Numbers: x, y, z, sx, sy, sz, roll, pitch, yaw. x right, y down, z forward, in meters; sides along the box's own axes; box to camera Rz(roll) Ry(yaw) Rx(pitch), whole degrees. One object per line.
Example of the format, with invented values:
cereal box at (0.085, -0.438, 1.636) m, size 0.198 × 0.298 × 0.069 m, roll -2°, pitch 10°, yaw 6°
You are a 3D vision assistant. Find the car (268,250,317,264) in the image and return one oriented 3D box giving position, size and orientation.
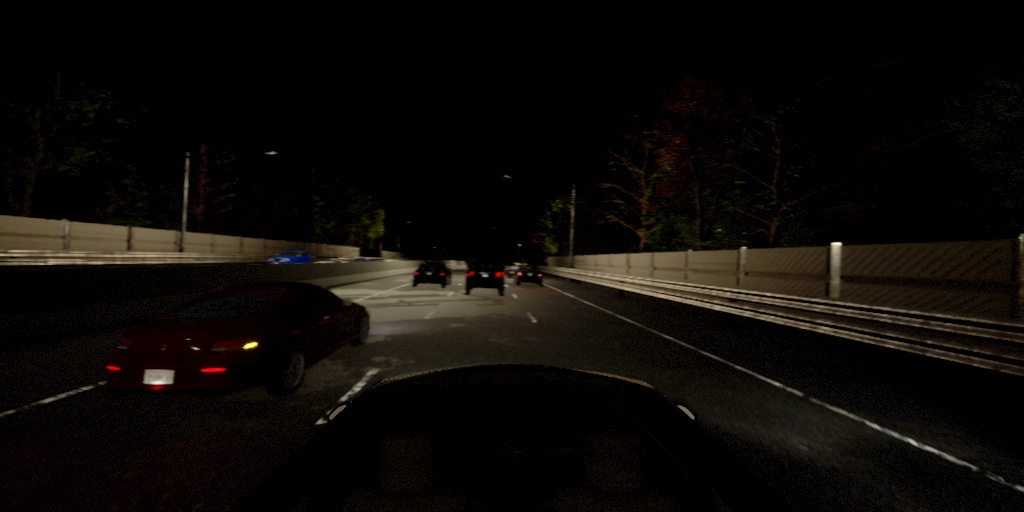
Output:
car at (-24.133, 0.387, 39.281) m, size 2.150 × 2.045 × 5.566 m, roll 2°, pitch -1°, yaw -4°

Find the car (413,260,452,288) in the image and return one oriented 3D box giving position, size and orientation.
car at (-5.318, 1.142, 24.471) m, size 2.097 × 1.767 × 4.553 m, roll 2°, pitch -1°, yaw -4°

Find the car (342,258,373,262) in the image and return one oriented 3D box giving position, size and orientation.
car at (-17.272, 0.961, 41.178) m, size 1.882 × 1.535 × 5.008 m, roll 2°, pitch -1°, yaw -4°

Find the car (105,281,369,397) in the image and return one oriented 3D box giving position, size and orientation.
car at (-3.972, 1.158, 6.167) m, size 1.812 × 1.442 × 4.674 m, roll 2°, pitch -1°, yaw -4°

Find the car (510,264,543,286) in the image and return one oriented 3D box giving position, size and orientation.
car at (1.266, 1.487, 29.968) m, size 2.097 × 1.767 × 4.553 m, roll 2°, pitch -1°, yaw -4°

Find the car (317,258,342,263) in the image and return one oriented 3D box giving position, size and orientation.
car at (-20.795, 0.936, 41.358) m, size 1.895 × 1.301 × 4.718 m, roll 2°, pitch -1°, yaw -4°

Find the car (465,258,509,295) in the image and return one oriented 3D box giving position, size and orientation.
car at (-1.592, 1.137, 21.462) m, size 2.150 × 2.045 × 5.566 m, roll 2°, pitch 0°, yaw -4°
